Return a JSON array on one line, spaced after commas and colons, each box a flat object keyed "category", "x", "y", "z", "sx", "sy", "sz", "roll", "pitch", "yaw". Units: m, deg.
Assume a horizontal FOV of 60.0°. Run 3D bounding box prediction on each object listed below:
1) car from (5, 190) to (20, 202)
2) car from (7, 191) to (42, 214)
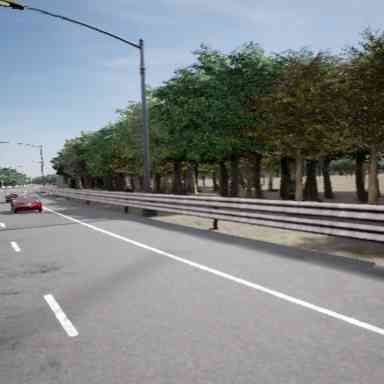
[{"category": "car", "x": -21.274, "y": 0.489, "z": 40.047, "sx": 1.812, "sy": 1.442, "sz": 4.674, "roll": -3, "pitch": 3, "yaw": -30}, {"category": "car", "x": -13.097, "y": 0.845, "z": 26.201, "sx": 1.994, "sy": 1.385, "sz": 4.181, "roll": -4, "pitch": 3, "yaw": -31}]
